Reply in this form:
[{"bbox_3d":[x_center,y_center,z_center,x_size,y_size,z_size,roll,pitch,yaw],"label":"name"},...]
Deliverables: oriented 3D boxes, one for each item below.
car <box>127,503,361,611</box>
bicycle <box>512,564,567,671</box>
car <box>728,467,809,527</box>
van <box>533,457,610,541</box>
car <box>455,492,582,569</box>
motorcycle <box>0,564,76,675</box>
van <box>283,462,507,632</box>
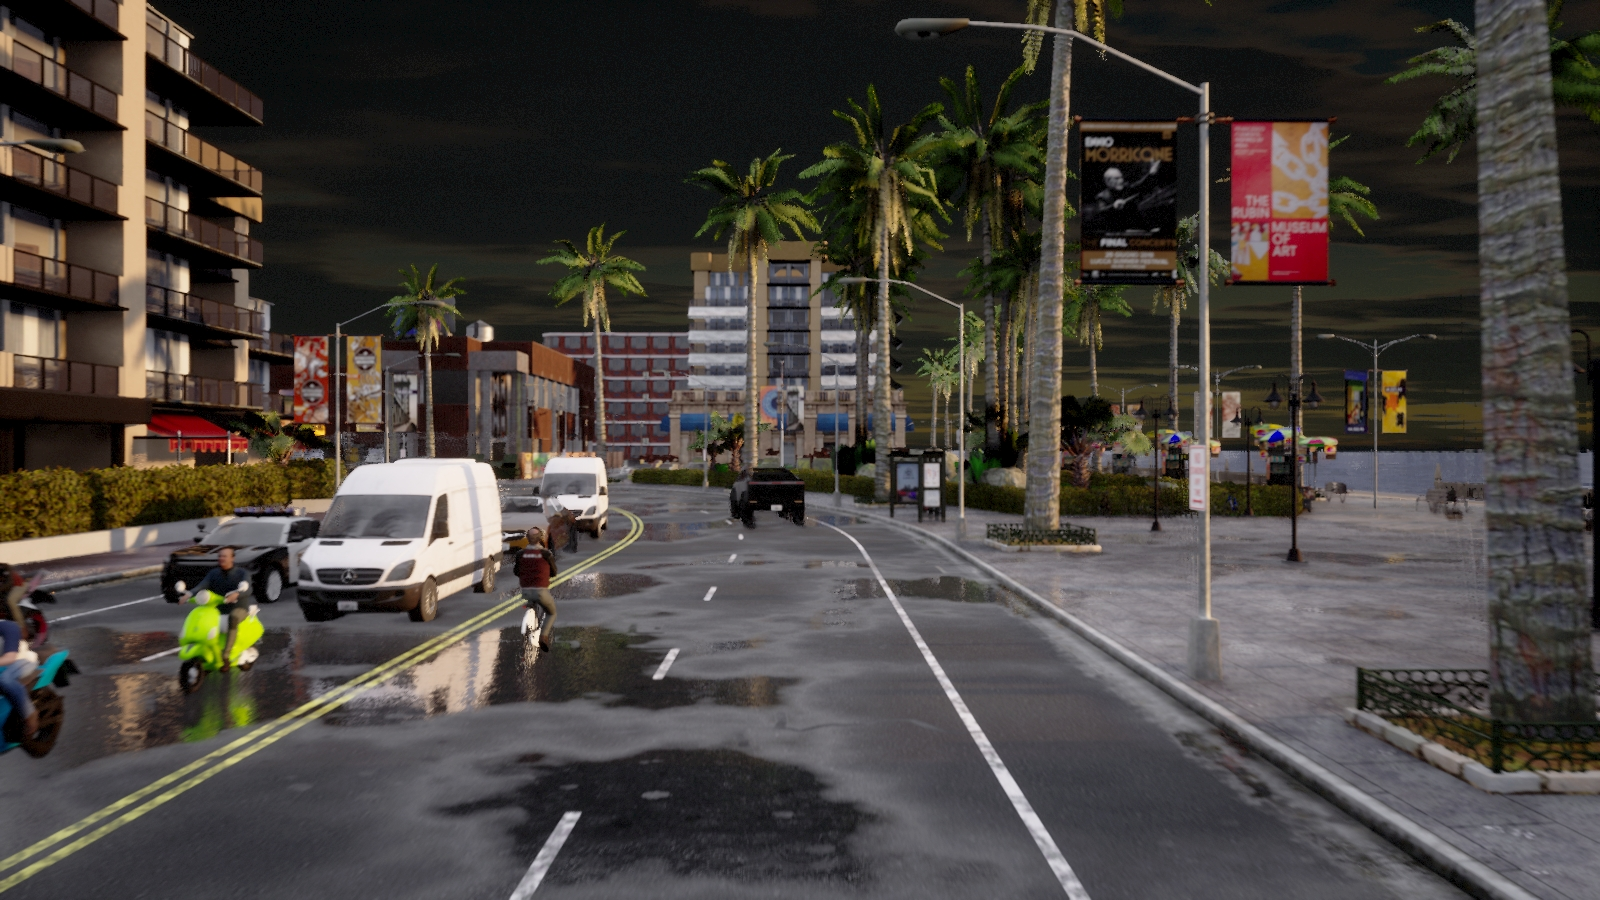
[{"bbox_3d":[-10.654,1.983,22.457,2.097,1.638,5.238,0,0,-1],"label":"car"},{"bbox_3d":[-3.484,2.210,15.371,0.329,1.171,1.835,0,0,0],"label":"bicycle"},{"bbox_3d":[-1.331,1.755,44.877,2.390,2.098,6.274,0,0,-9],"label":"car"},{"bbox_3d":[-7.543,1.536,38.259,1.988,2.561,5.915,0,0,-6],"label":"van"},{"bbox_3d":[-7.138,1.993,29.531,2.152,1.651,5.027,0,0,-1],"label":"car"},{"bbox_3d":[-10.504,2.206,14.779,0.867,1.251,2.209,0,0,0],"label":"motorcycle"},{"bbox_3d":[-7.020,1.535,20.622,1.988,2.561,5.915,0,0,0],"label":"van"}]
